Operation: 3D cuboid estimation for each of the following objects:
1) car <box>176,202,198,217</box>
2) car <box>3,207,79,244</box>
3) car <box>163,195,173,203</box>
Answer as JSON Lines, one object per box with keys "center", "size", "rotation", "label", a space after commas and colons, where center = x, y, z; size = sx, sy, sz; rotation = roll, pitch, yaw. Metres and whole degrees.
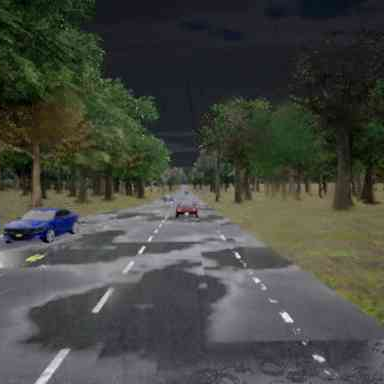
{"center": [-0.480, 1.514, 30.141], "size": [1.895, 1.301, 4.718], "rotation": [-1, 0, -1], "label": "car"}
{"center": [-7.131, 1.515, 16.243], "size": [1.882, 1.535, 5.008], "rotation": [-1, 0, 1], "label": "car"}
{"center": [-4.520, 1.223, 62.816], "size": [1.812, 1.442, 4.674], "rotation": [-1, 1, -1], "label": "car"}
